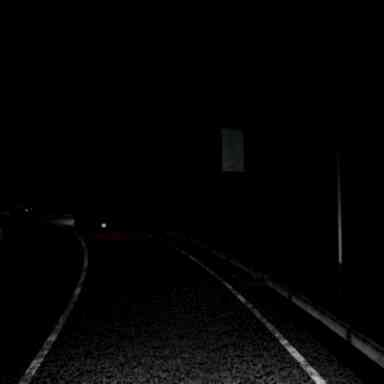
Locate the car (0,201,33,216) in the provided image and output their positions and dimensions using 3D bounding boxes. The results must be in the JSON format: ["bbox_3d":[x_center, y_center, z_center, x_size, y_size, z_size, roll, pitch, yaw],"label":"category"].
[{"bbox_3d":[-18.366,1.661,34.622,4.674,1.442,1.812,-1,-1,37],"label":"car"}]

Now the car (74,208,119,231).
[{"bbox_3d":[-6.289,1.678,21.447,1.895,1.301,4.718,0,0,-30],"label":"car"}]
